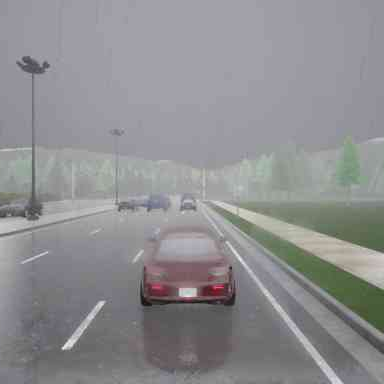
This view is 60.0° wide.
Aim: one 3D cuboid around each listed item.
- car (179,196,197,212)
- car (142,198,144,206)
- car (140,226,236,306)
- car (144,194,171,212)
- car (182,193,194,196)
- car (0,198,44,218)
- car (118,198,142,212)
[{"bbox_3d":[-0.441,1.526,39.275,1.812,1.442,4.674,0,0,-1],"label":"car"},{"bbox_3d":[-7.561,1.564,49.478,1.994,1.385,4.181,0,0,-1],"label":"car"},{"bbox_3d":[-0.094,1.526,7.899,1.812,1.442,4.674,0,0,-1],"label":"car"},{"bbox_3d":[-3.937,1.221,38.902,2.150,2.045,5.566,0,0,-1],"label":"car"},{"bbox_3d":[-0.561,1.221,49.341,2.150,2.045,5.566,0,0,-1],"label":"car"},{"bbox_3d":[-15.341,1.352,30.153,2.097,1.767,4.553,0,0,-1],"label":"car"},{"bbox_3d":[-7.440,1.505,39.129,1.837,1.490,4.892,0,0,-1],"label":"car"}]
